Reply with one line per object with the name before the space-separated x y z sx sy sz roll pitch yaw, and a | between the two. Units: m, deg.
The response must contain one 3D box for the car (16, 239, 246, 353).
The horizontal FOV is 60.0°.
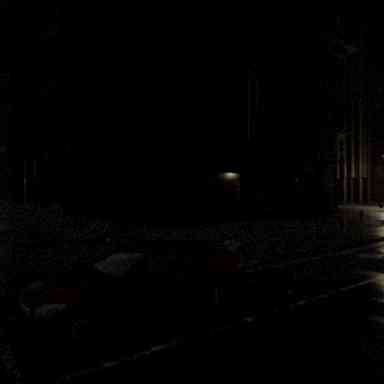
car | -0.844 1.579 6.075 4.206 1.307 1.802 0 0 -36
